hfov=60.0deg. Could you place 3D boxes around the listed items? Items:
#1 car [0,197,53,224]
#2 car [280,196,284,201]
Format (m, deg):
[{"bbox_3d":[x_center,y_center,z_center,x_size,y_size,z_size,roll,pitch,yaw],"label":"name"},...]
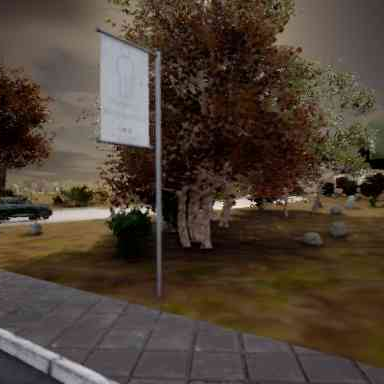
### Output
[{"bbox_3d":[-14.728,1.443,28.045,2.150,2.045,5.566,-1,0,39],"label":"car"},{"bbox_3d":[22.864,1.454,85.870,1.812,1.442,4.674,-1,0,22],"label":"car"}]
